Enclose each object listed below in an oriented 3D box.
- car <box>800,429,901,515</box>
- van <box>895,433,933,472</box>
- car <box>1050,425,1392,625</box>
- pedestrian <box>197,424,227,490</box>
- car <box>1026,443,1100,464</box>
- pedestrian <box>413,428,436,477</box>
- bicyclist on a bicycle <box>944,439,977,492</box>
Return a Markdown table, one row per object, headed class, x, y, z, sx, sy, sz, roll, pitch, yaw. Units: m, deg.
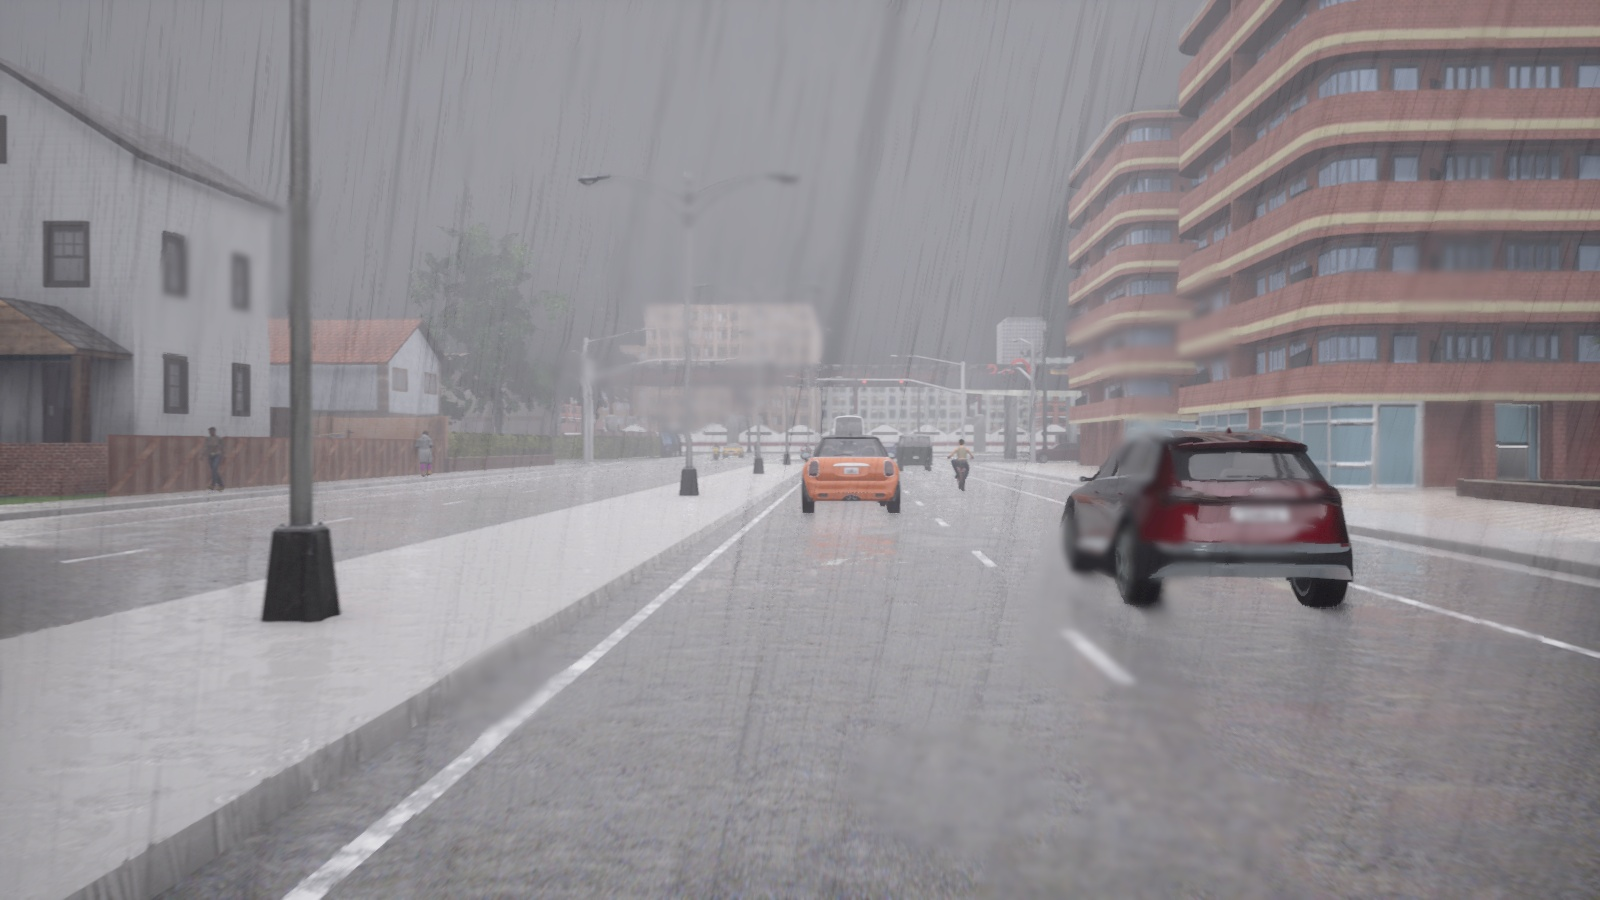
| class | x | y | z | sx | sy | sz | roll | pitch | yaw |
| --- | --- | --- | --- | --- | --- | --- | --- | --- | --- |
| car | 1.074 | 0.447 | 28.251 | 2.097 | 1.767 | 4.553 | 0 | 0 | 1 |
| van | 6.068 | 0.125 | 67.298 | 1.775 | 1.987 | 4.442 | 0 | 0 | 2 |
| car | 3.966 | 0.608 | 12.843 | 2.033 | 1.649 | 4.856 | 0 | 0 | 2 |
| pedestrian | -16.183 | 0.191 | 34.587 | 0.328 | 1.805 | 0.869 | 0 | 0 | 8 |
| car | 19.363 | 0.220 | 92.554 | 5.008 | 1.535 | 1.882 | 0 | 0 | 0 |
| pedestrian | -14.964 | 0.105 | 50.062 | 0.659 | 1.952 | 0.873 | 0 | 0 | 1 |
| bicyclist on a bicycle | 4.983 | 0.468 | 39.011 | 0.866 | 1.612 | 1.509 | 0 | 0 | 2 |
